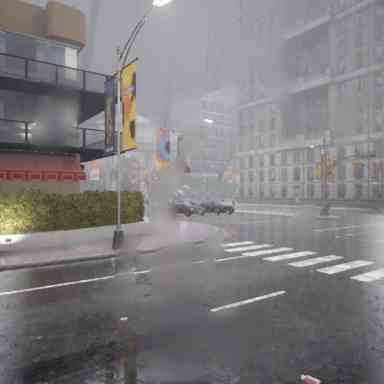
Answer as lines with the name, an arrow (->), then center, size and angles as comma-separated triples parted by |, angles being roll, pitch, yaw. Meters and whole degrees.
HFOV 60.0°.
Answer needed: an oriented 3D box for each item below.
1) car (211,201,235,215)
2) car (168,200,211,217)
car -> 2.251, 1.608, 34.139 | 1.895, 1.301, 4.718 | 0, 0, -35
car -> -0.599, 1.532, 32.109 | 1.812, 1.442, 4.674 | 0, 0, -35
